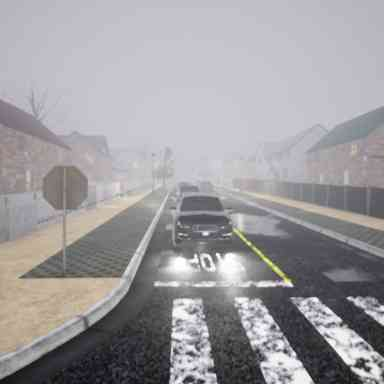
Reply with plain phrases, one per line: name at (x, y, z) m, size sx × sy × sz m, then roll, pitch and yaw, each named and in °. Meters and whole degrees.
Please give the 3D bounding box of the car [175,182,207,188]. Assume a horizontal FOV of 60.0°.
car at (-0.227, 0.240, 24.080) m, size 1.837 × 1.490 × 4.892 m, roll 0°, pitch 3°, yaw -2°

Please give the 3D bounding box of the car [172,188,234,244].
car at (0.296, 0.830, 12.075) m, size 1.837 × 1.490 × 4.892 m, roll 0°, pitch 3°, yaw -3°

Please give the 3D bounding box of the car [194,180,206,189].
car at (1.311, -1.315, 56.479) m, size 1.812 × 1.442 × 4.674 m, roll 0°, pitch 3°, yaw -3°

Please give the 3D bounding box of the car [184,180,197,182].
car at (-0.744, -0.370, 36.450) m, size 1.837 × 1.490 × 4.892 m, roll 0°, pitch 3°, yaw -2°

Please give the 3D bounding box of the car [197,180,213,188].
car at (1.788, -0.828, 45.607) m, size 1.882 × 1.535 × 5.008 m, roll 0°, pitch 3°, yaw -3°
